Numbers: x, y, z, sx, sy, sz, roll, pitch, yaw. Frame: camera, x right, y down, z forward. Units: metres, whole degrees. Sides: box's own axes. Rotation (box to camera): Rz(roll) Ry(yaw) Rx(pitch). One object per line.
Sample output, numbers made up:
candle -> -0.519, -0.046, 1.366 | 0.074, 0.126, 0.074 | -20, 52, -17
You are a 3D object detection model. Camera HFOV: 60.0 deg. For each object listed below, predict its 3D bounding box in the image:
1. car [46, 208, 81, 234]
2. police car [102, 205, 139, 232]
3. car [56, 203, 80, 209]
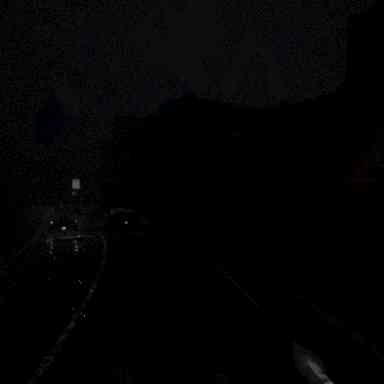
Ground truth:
car -> -8.921, 2.012, 22.800 | 1.895, 1.301, 4.718 | -2, 0, -25
police car -> -4.967, 1.695, 22.730 | 1.930, 1.638, 5.238 | -2, 0, -21
car -> -14.688, 2.036, 39.026 | 2.097, 1.767, 4.553 | -3, 0, -35
